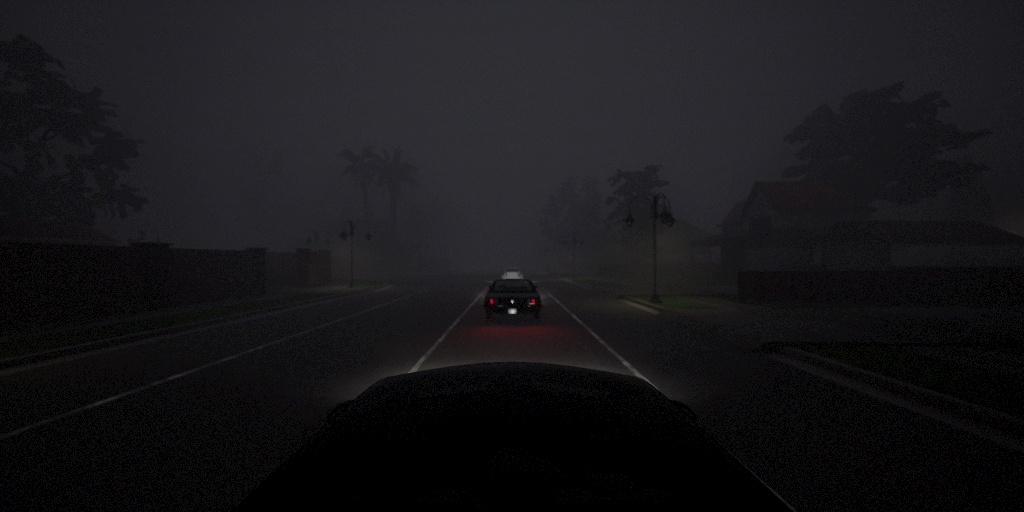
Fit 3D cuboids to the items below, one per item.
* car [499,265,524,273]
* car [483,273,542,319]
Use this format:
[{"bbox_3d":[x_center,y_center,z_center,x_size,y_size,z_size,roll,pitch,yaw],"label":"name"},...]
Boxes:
[{"bbox_3d":[0.050,1.622,29.825,1.812,1.442,4.674,0,0,1],"label":"car"},{"bbox_3d":[0.037,1.497,13.563,1.895,1.301,4.718,0,-1,1],"label":"car"}]
